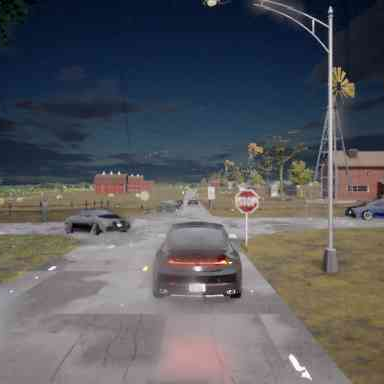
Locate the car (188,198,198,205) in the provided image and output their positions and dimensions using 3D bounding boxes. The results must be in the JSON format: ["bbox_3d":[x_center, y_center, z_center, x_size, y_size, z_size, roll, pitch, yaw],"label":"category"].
[{"bbox_3d":[0.185,1.834,66.531,1.812,1.442,4.674,0,-1,0],"label":"car"}]

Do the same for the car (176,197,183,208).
[{"bbox_3d":[-2.771,1.688,47.117,1.994,1.385,4.181,0,0,0],"label":"car"}]

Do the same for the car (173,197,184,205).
[{"bbox_3d":[-2.690,1.811,67.392,2.128,1.511,4.902,0,-1,1],"label":"car"}]

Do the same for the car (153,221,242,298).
[{"bbox_3d":[0.139,1.507,8.506,1.837,1.490,4.892,0,0,1],"label":"car"}]

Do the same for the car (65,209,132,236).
[{"bbox_3d":[-5.287,1.628,18.582,4.181,1.385,1.994,-3,-1,40],"label":"car"}]

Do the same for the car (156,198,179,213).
[{"bbox_3d":[-2.830,1.667,37.159,1.895,1.301,4.718,0,0,1],"label":"car"}]

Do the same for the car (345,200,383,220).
[{"bbox_3d":[13.532,1.267,24.345,4.181,1.385,1.994,-1,1,-2],"label":"car"}]

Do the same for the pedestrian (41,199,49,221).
[{"bbox_3d":[-12.120,1.465,27.530,0.375,1.860,0.375,0,2,0],"label":"pedestrian"}]
